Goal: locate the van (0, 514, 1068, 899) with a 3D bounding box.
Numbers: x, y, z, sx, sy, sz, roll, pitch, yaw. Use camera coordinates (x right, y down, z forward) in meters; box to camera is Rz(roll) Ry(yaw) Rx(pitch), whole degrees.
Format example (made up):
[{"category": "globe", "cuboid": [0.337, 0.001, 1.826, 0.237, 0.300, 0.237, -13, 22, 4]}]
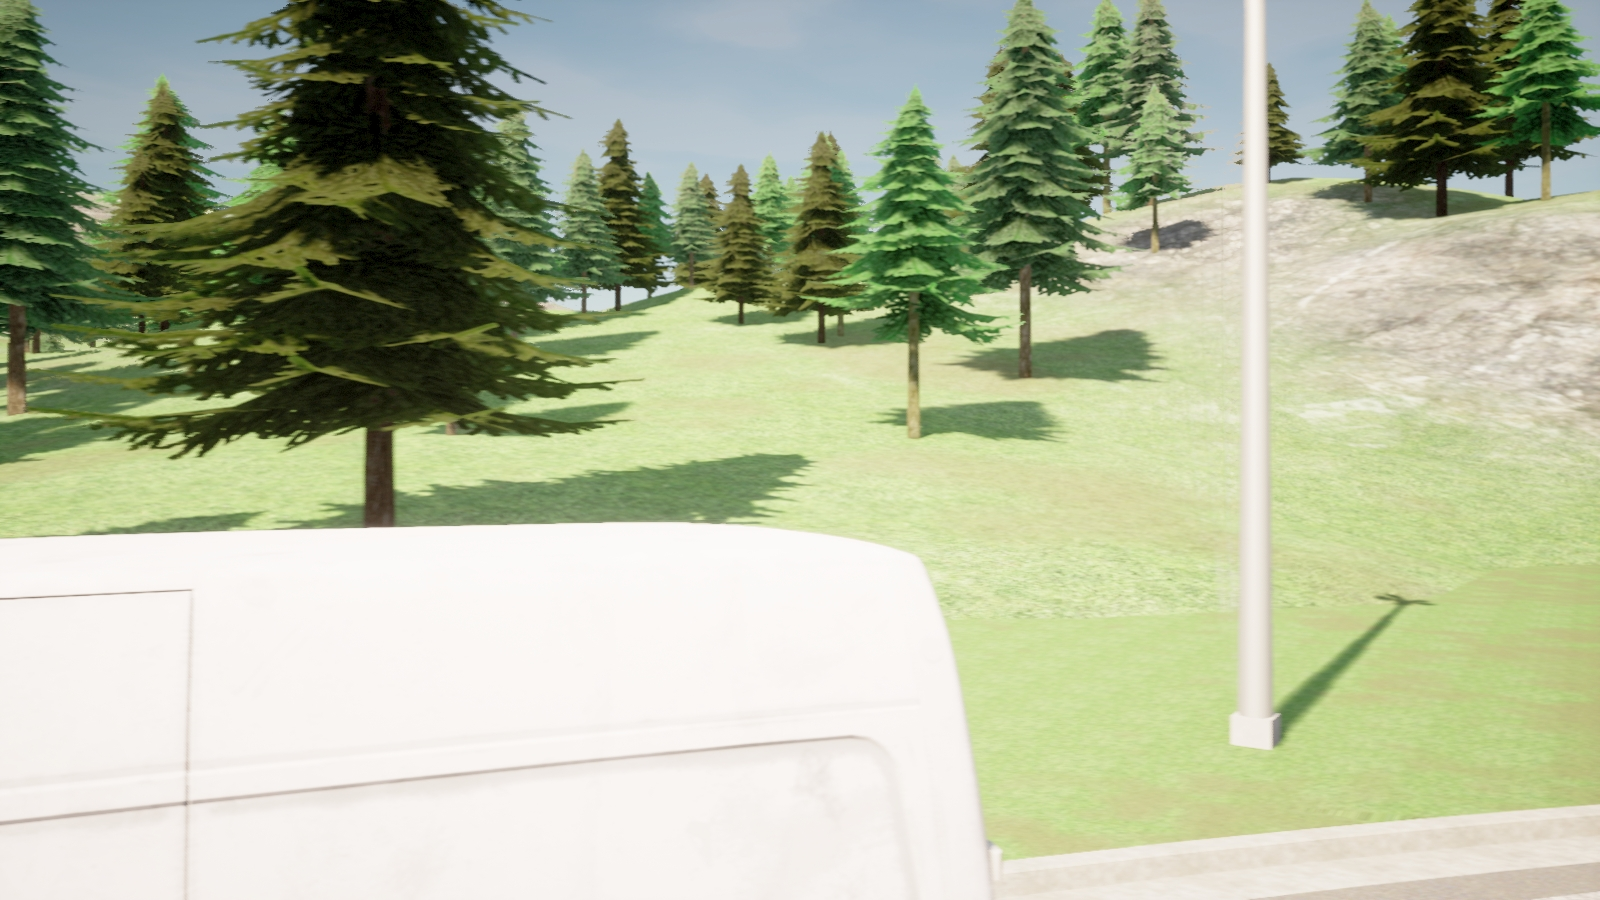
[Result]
[{"category": "van", "cuboid": [-2.444, 1.534, 2.687, 5.915, 2.561, 1.988, 0, -1, -22]}]
